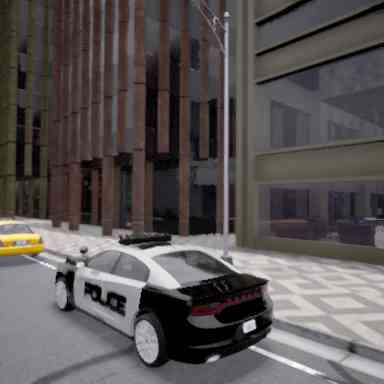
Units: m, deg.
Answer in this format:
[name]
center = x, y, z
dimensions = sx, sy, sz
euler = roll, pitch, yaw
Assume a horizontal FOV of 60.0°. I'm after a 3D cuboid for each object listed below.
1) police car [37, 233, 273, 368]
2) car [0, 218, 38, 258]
[police car]
center = -0.988, 1.621, 6.327
dimensions = 1.930, 1.638, 5.238
euler = 2, -2, -43
[car]
center = -7.811, 1.834, 13.744
dimensions = 1.801, 1.575, 5.366
euler = 2, -2, -43
